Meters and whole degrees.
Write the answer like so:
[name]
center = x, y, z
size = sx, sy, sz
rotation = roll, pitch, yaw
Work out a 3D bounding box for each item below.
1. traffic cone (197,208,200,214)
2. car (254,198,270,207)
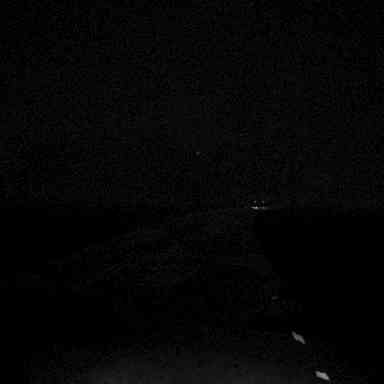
[traffic cone]
center = 0.684, 2.013, 35.428
size = 0.340, 0.580, 0.340
rotation = 0, -1, 15
[car]
center = 12.814, 1.894, 61.029
size = 2.097, 1.767, 4.553
rotation = -1, -2, 26
